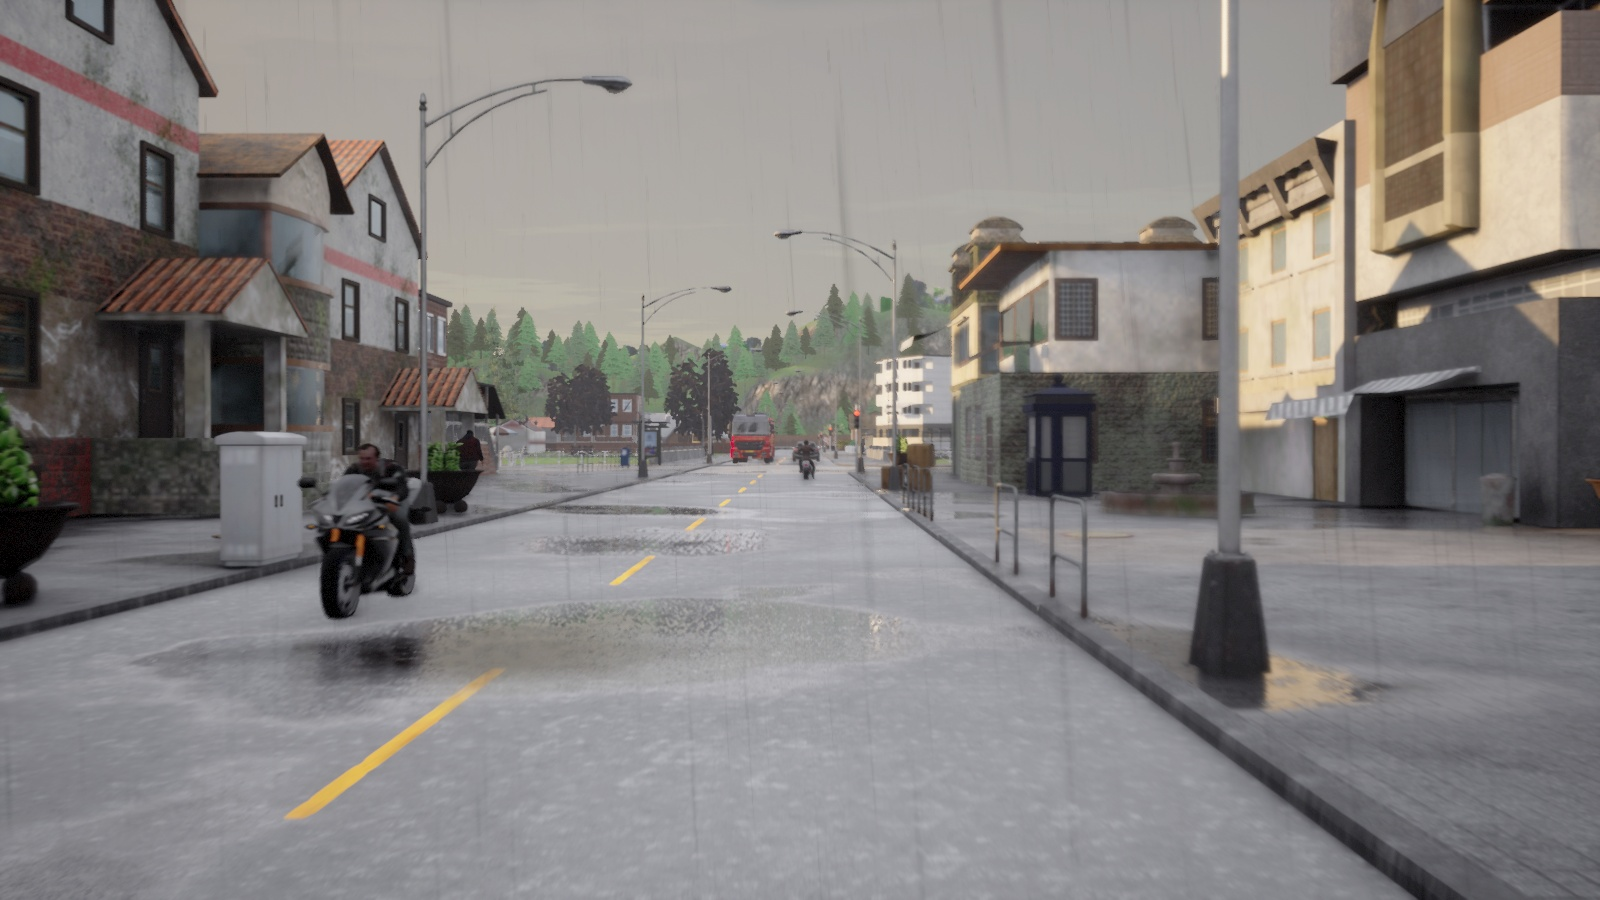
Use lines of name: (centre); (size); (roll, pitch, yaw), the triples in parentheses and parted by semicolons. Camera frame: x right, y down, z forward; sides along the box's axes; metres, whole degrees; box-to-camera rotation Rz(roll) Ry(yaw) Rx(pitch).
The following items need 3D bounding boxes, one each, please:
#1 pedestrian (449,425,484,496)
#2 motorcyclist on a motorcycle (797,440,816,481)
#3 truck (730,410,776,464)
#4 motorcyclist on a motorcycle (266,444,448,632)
pedestrian: (-8.748, 0.262, 32.966); (0.634, 1.844, 0.899); (0, 0, 5)
motorcyclist on a motorcycle: (0.273, 0.407, 51.508); (0.766, 1.649, 2.350); (0, 0, 1)
truck: (-3.467, -0.950, 93.969); (2.891, 3.827, 8.468); (0, 0, 2)
motorcyclist on a motorcycle: (-3.929, 0.714, 11.369); (0.866, 1.530, 2.191); (0, 0, 0)
